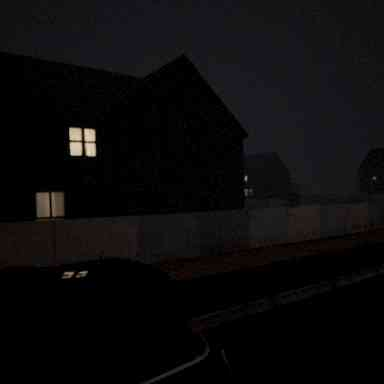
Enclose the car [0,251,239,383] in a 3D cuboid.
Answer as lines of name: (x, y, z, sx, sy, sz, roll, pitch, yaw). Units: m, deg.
car: (-1.852, 1.357, 1.746, 4.553, 1.767, 2.097, -1, 0, -35)
